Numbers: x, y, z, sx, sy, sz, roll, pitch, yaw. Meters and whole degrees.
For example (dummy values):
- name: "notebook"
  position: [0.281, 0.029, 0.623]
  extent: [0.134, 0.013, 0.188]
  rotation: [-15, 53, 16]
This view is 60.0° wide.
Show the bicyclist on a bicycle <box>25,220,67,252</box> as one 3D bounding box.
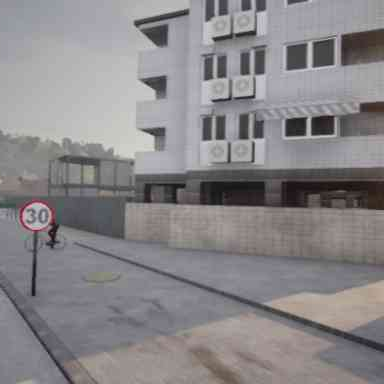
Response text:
- name: "bicyclist on a bicycle"
  position: [-6.030, 1.649, 13.806]
  extent: [1.656, 1.620, 0.582]
  rotation: [2, -2, -37]
